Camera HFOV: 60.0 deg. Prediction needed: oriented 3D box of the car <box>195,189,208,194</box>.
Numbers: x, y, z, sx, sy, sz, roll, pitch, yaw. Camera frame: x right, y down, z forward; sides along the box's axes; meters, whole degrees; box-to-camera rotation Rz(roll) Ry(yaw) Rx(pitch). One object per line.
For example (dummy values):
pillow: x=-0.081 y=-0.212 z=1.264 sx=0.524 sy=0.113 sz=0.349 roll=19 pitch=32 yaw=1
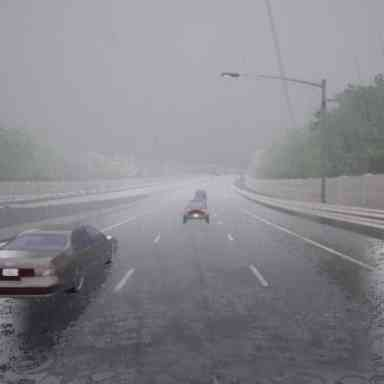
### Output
car: x=1.624 y=0.469 z=59.670 sx=2.150 sy=2.045 sz=5.566 roll=0 pitch=2 yaw=3

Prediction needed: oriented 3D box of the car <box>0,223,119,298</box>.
car: x=-3.359 y=1.535 z=8.696 sx=2.033 sy=1.411 sz=5.357 roll=0 pitch=0 yaw=0

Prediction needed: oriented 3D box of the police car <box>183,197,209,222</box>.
police car: x=0.337 y=1.454 z=25.828 sx=2.038 sy=1.542 sz=4.974 roll=0 pitch=1 yaw=1

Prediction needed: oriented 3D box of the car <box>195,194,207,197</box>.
car: x=0.872 y=1.320 z=41.553 sx=1.994 sy=1.385 sz=4.181 roll=0 pitch=1 yaw=2

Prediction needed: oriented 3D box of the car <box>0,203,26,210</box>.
car: x=-13.729 y=1.539 z=24.839 sx=1.895 sy=1.301 sz=4.718 roll=0 pitch=0 yaw=1
